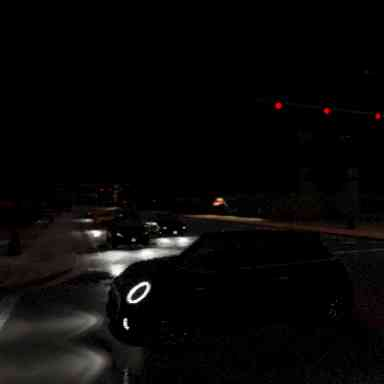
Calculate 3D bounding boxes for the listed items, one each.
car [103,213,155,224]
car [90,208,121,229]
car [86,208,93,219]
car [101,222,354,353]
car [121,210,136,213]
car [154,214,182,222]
[{"bbox_3d":[-3.645,2.155,18.519,1.812,1.442,4.674,0,-2,-20],"label":"car"},{"bbox_3d":[-8.164,2.545,31.073,1.882,1.535,5.008,0,-2,-20],"label":"car"},{"bbox_3d":[-14.986,3.217,50.326,1.882,1.535,5.008,0,-2,-19],"label":"car"},{"bbox_3d":[0.713,1.556,6.406,4.553,1.767,2.097,0,-2,-19],"label":"car"},{"bbox_3d":[-7.606,2.889,39.903,2.033,1.411,5.357,0,-2,-20],"label":"car"},{"bbox_3d":[-1.989,2.341,24.209,2.033,1.411,5.357,0,-2,-20],"label":"car"}]
